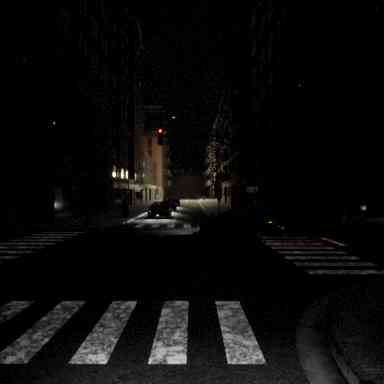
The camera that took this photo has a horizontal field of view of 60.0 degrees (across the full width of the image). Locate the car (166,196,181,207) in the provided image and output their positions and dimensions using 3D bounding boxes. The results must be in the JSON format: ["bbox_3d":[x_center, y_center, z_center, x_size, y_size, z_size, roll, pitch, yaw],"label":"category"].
[{"bbox_3d":[-2.833,1.473,51.884,2.128,1.511,4.902,0,0,0],"label":"car"}]

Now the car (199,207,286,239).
[{"bbox_3d":[2.569,1.540,17.508,4.674,1.442,1.812,0,1,36],"label":"car"}]

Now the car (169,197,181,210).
[{"bbox_3d":[-2.835,1.480,40.585,2.128,1.511,4.902,0,0,0],"label":"car"}]

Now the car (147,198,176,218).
[{"bbox_3d":[-2.841,1.541,30.207,2.033,1.411,5.357,0,0,0],"label":"car"}]

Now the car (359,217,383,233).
[{"bbox_3d":[11.636,1.554,17.902,4.829,1.417,1.752,0,0,0],"label":"car"}]
